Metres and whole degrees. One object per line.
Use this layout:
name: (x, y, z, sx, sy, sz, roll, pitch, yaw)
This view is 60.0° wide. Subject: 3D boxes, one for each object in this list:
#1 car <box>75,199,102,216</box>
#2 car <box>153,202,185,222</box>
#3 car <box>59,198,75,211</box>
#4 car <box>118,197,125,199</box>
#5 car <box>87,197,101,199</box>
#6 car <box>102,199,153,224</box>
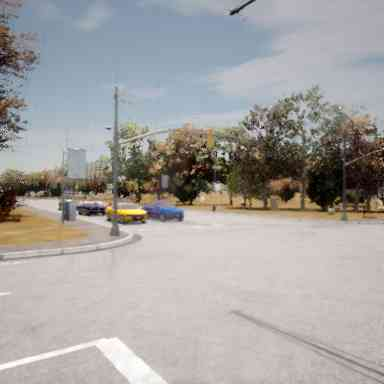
car: (-10.122, 1.703, 33.762, 1.895, 1.301, 4.718, 1, 0, -33)
car: (-2.446, 1.618, 28.191, 1.882, 1.535, 5.008, 1, 0, -32)
car: (-15.516, 1.581, 42.099, 1.837, 1.490, 4.892, 1, 0, -34)
car: (-7.330, 1.488, 35.886, 2.097, 1.767, 4.553, 1, 0, -33)
car: (-12.912, 1.460, 44.505, 2.097, 1.767, 4.553, 1, 0, -33)
car: (-5.140, 1.584, 25.908, 1.882, 1.535, 5.008, 1, 0, -32)
